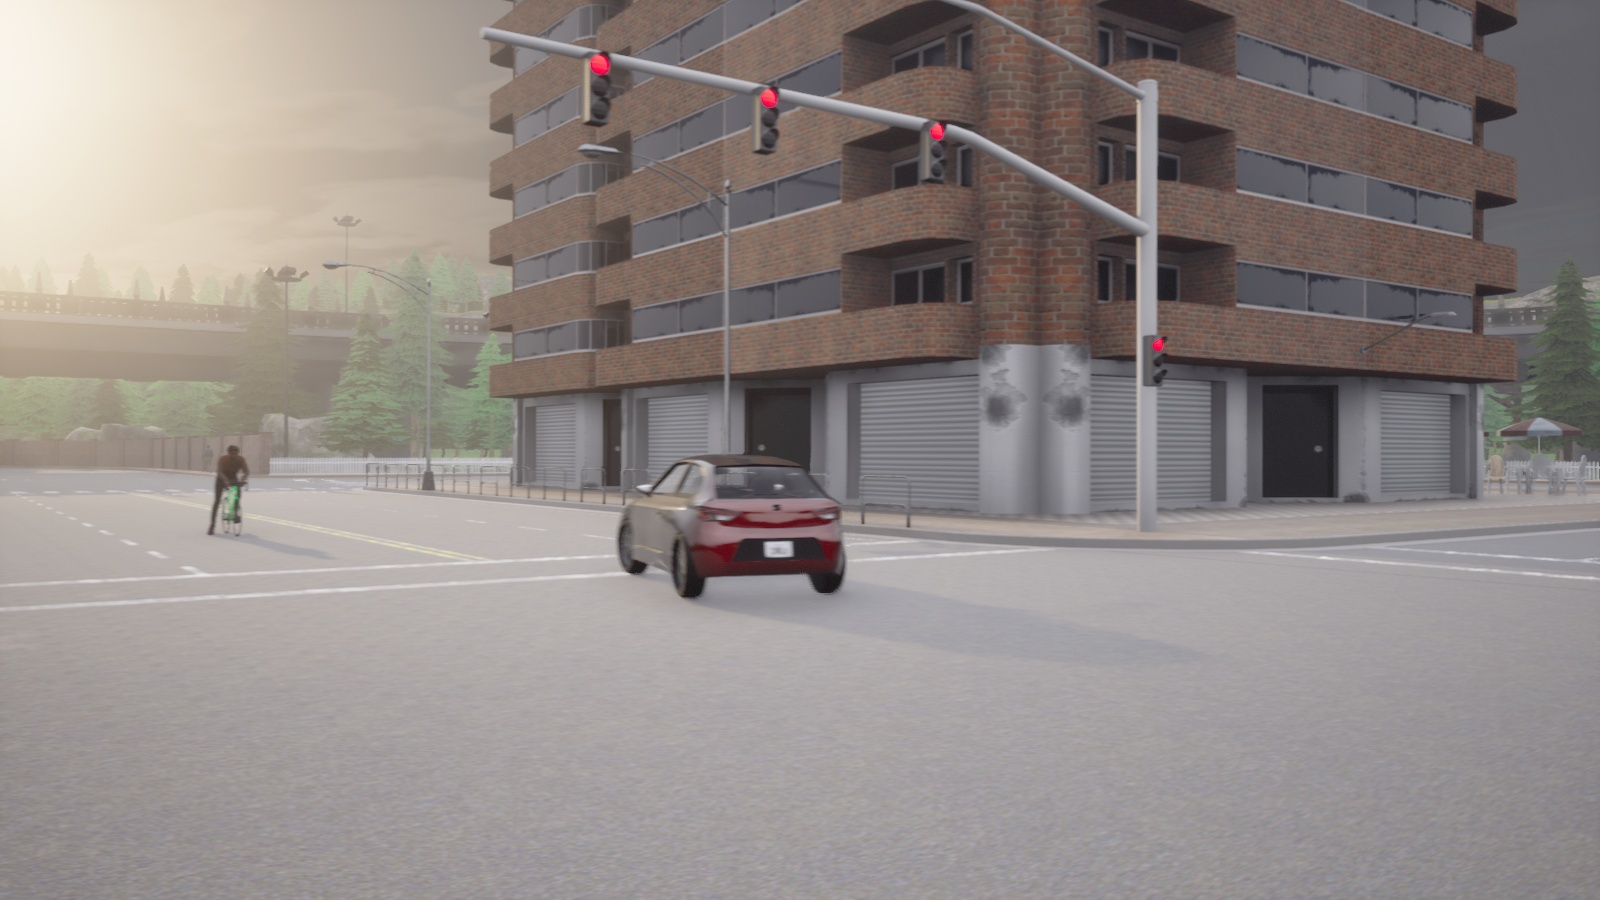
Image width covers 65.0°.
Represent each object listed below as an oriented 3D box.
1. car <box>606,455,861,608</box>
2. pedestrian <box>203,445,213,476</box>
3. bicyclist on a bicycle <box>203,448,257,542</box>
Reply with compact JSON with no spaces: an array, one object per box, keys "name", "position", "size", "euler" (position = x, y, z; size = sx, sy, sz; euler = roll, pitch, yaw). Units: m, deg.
[{"name":"car","position":[-0.938,0.796,14.441],"size":[1.816,1.474,4.193],"euler":[0,0,-19]},{"name":"pedestrian","position":[-37.204,0.675,78.903],"size":[0.423,1.949,0.788],"euler":[0,0,-37]},{"name":"bicyclist on a bicycle","position":[-10.189,0.774,22.420],"size":[0.582,1.620,1.656],"euler":[0,0,-35]}]
